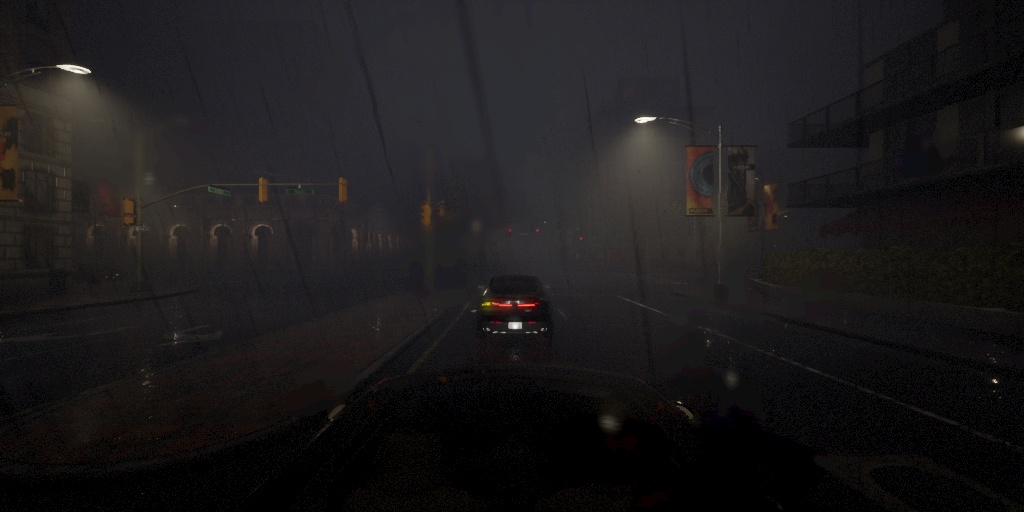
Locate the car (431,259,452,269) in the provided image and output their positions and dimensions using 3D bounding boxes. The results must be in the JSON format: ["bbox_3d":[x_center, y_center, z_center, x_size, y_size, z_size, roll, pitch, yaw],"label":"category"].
[{"bbox_3d":[-11.530,1.276,58.597,1.812,1.442,4.674,0,0,0],"label":"car"}]

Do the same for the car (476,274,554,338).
[{"bbox_3d":[0.079,1.255,10.174,1.837,1.490,4.892,0,0,0],"label":"car"}]

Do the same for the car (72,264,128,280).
[{"bbox_3d":[-33.480,1.314,28.583,4.181,1.385,1.994,0,0,0],"label":"car"}]

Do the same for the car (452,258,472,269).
[{"bbox_3d":[-8.040,1.276,58.371,1.812,1.442,4.674,0,0,0],"label":"car"}]
